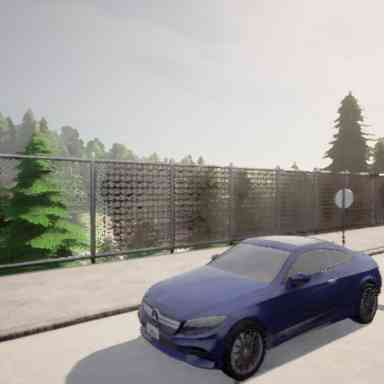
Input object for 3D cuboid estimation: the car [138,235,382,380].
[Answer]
[{"bbox_3d":[1.401,1.506,5.580,4.674,1.442,1.812,0,0,-35],"label":"car"}]
